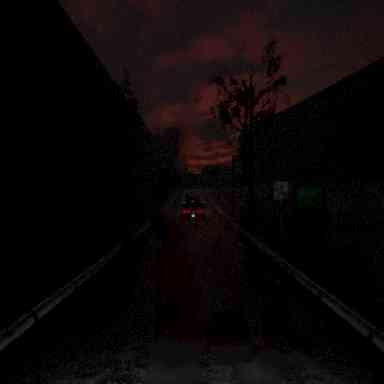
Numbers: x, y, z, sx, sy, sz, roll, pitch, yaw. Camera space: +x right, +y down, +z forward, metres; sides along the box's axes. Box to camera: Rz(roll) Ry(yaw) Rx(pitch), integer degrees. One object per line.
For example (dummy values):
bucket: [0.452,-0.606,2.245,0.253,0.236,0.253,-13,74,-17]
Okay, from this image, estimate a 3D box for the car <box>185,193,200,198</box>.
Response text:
car: [0.089,0.887,42.934,1.812,1.442,4.674,0,2,0]

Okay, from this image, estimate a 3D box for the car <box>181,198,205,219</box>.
car: [0.093,1.454,27.326,1.895,1.301,4.718,0,1,0]
